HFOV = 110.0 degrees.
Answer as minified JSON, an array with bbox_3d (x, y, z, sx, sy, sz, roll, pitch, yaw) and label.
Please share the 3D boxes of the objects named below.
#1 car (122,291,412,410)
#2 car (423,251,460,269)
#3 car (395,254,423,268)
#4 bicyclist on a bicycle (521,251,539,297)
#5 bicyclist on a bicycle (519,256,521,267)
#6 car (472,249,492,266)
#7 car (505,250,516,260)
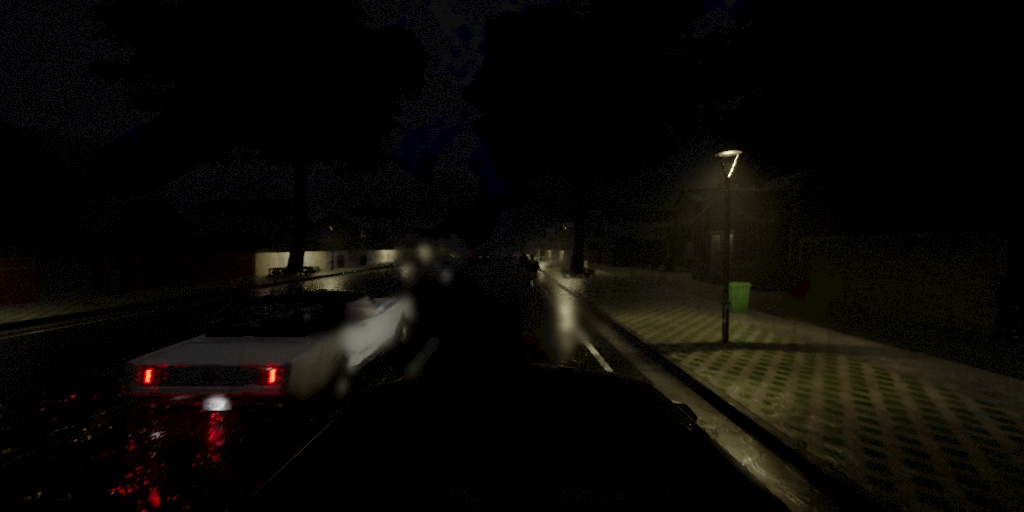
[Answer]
[{"bbox_3d":[-3.171,1.241,6.056,1.895,1.301,4.718,0,1,0],"label":"car"},{"bbox_3d":[-6.776,0.462,35.118,2.033,1.411,5.357,0,1,0],"label":"car"},{"bbox_3d":[-10.023,0.471,35.384,1.994,1.385,4.181,0,1,0],"label":"car"},{"bbox_3d":[0.826,0.793,14.811,0.659,1.776,1.843,0,2,0],"label":"bicyclist on a bicycle"},{"bbox_3d":[0.776,0.568,23.808,0.659,1.776,1.843,0,2,0],"label":"bicyclist on a bicycle"},{"bbox_3d":[-3.362,0.124,40.849,2.097,1.767,4.553,0,1,0],"label":"car"},{"bbox_3d":[-0.264,-0.123,58.746,2.033,1.411,5.357,0,1,0],"label":"car"}]
